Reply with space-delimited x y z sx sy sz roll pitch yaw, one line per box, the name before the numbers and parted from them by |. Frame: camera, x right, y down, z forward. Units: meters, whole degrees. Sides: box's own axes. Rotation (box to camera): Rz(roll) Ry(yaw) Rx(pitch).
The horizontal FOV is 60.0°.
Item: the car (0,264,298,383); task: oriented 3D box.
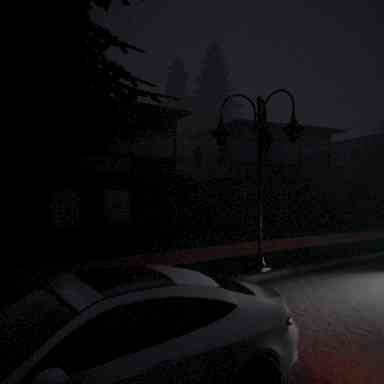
car | -0.941 1.526 3.138 4.674 1.442 1.812 0 0 -35
